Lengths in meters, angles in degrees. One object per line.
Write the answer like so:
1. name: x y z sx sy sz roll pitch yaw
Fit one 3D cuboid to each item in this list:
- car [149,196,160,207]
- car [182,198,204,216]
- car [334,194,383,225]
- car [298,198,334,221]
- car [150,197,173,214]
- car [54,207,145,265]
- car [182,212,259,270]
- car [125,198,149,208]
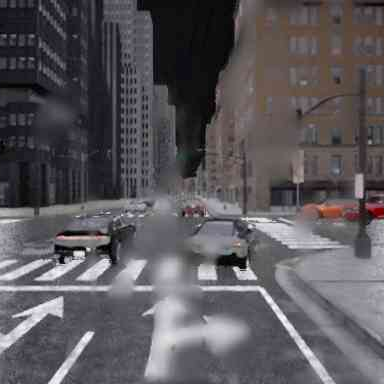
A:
1. car: -6.573 1.656 50.284 2.033 1.411 5.357 0 0 0
2. car: 0.095 1.413 33.663 2.097 1.767 4.553 0 -1 0
3. car: 13.221 1.142 22.938 5.566 2.045 2.150 0 0 1
4. car: 10.805 1.289 26.204 4.553 1.767 2.097 0 0 1
5. car: -3.144 1.600 36.069 1.812 1.442 4.674 0 0 0
6. car: -3.152 1.511 11.729 2.128 1.511 4.902 0 0 0
7. car: 1.079 1.582 11.259 1.994 1.385 4.181 0 0 15
8. car: -6.582 1.681 38.906 1.895 1.301 4.718 0 0 0
